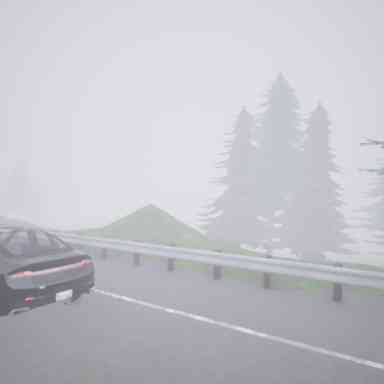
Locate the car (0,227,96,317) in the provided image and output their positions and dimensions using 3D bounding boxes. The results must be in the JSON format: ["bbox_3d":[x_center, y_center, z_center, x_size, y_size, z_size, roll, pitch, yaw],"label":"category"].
[{"bbox_3d":[-4.086,1.492,6.907,4.902,1.511,2.128,0,0,35],"label":"car"}]
